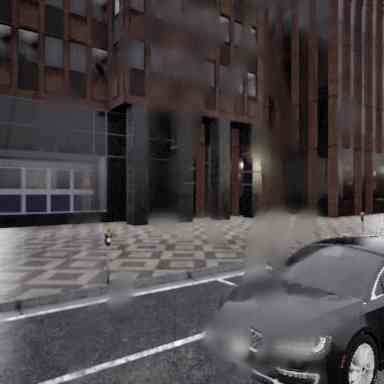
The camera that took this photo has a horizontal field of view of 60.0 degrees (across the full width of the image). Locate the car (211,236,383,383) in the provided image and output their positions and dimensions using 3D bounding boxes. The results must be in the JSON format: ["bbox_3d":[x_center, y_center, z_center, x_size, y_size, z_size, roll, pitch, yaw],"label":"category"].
[{"bbox_3d":[2.507,1.512,5.151,4.892,1.490,1.837,0,0,-35],"label":"car"}]
